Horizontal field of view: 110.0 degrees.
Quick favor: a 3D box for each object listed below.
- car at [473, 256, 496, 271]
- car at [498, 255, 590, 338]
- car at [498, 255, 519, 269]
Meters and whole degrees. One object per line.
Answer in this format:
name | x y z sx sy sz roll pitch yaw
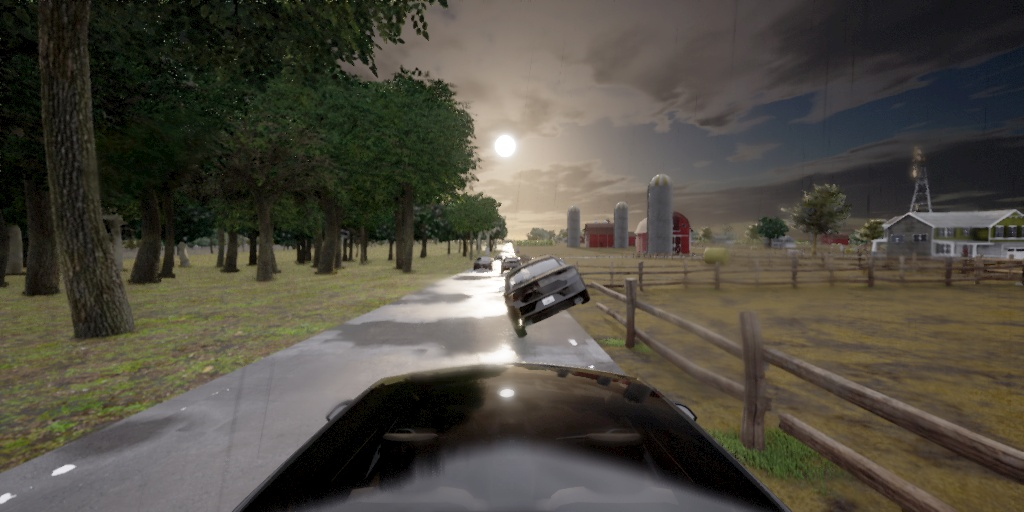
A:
car | -3.008 0.766 38.010 1.882 1.535 5.008 0 1 0
car | 0.699 0.843 9.881 1.882 1.535 5.008 -24 -1 0
car | -0.089 0.842 33.670 1.837 1.490 4.892 0 0 0
